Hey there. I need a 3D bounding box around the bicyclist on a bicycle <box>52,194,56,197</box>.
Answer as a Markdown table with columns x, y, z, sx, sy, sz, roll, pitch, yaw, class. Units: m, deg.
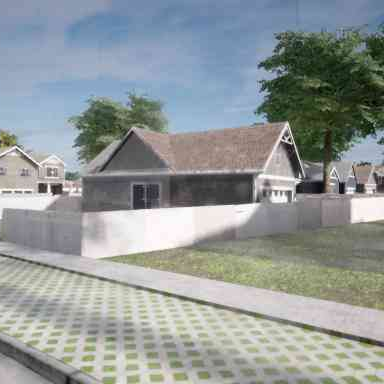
| x | y | z | sx | sy | sz | roll | pitch | yaw | class |
| --- | --- | --- | --- | --- | --- | --- | --- | --- | --- |
| -13.073 | 1.028 | 31.582 | 1.656 | 1.620 | 0.582 | 0 | 1 | 34 | bicyclist on a bicycle |
